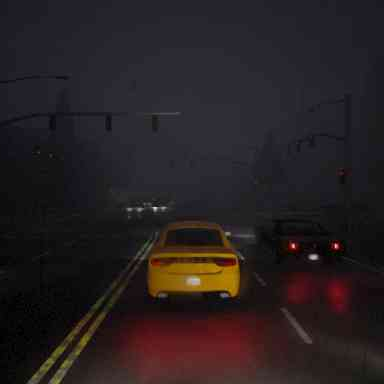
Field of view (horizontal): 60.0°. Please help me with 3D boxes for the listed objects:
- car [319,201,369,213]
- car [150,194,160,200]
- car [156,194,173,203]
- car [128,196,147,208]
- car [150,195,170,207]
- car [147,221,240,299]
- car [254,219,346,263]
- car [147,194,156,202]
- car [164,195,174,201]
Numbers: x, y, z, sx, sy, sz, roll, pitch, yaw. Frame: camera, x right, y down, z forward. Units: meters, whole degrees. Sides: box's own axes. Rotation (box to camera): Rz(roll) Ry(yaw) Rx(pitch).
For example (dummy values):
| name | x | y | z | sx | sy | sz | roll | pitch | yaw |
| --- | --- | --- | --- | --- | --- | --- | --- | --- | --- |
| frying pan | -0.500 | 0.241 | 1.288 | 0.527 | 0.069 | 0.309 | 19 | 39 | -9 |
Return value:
| name | x | y | z | sx | sy | sz | roll | pitch | yaw |
| --- | --- | --- | --- | --- | --- | --- | --- | --- | --- |
| car | 16.201 | 1.588 | 35.681 | 4.718 | 1.301 | 1.895 | 0 | 0 | -2 |
| car | -9.068 | 1.278 | 81.878 | 2.033 | 1.411 | 5.357 | 0 | 0 | -2 |
| car | -5.141 | 1.329 | 63.971 | 2.097 | 1.767 | 4.553 | 0 | 0 | -1 |
| car | -8.291 | 1.487 | 49.212 | 1.837 | 1.490 | 4.892 | 0 | 0 | -1 |
| car | -4.821 | 1.545 | 50.430 | 1.994 | 1.385 | 4.181 | 0 | 0 | -1 |
| car | 0.030 | 1.475 | 8.523 | 1.882 | 1.535 | 5.008 | 0 | 0 | 0 |
| car | 3.497 | 1.597 | 11.849 | 1.895 | 1.301 | 4.718 | 0 | 0 | -1 |
| car | -8.675 | 1.524 | 66.566 | 2.033 | 1.411 | 5.357 | 0 | 0 | -1 |
| car | -5.520 | 1.423 | 80.079 | 2.128 | 1.511 | 4.902 | 0 | 0 | -2 |
